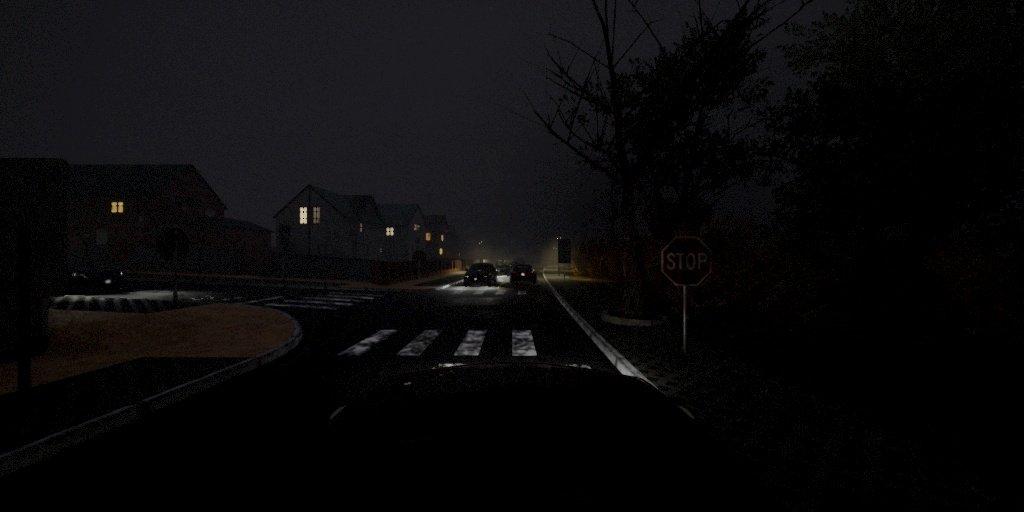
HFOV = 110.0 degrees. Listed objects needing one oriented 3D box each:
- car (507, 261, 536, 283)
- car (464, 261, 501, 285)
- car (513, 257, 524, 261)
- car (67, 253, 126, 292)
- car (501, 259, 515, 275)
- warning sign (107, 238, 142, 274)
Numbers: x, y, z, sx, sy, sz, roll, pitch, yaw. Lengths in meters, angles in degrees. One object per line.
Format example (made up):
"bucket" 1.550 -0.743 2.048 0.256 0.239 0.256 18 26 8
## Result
"car" 0.930 1.337 28.580 1.994 1.385 4.181 0 0 3
"car" -2.206 1.270 26.127 1.837 1.490 4.892 0 0 5
"car" 1.008 1.177 61.628 2.150 2.045 5.566 0 -1 7
"car" -16.809 0.523 12.872 4.674 1.442 1.812 3 0 0
"car" -1.256 1.312 39.834 2.128 1.511 4.902 0 0 5
"warning sign" -19.835 0.003 18.250 1.060 1.860 1.300 0 0 0
